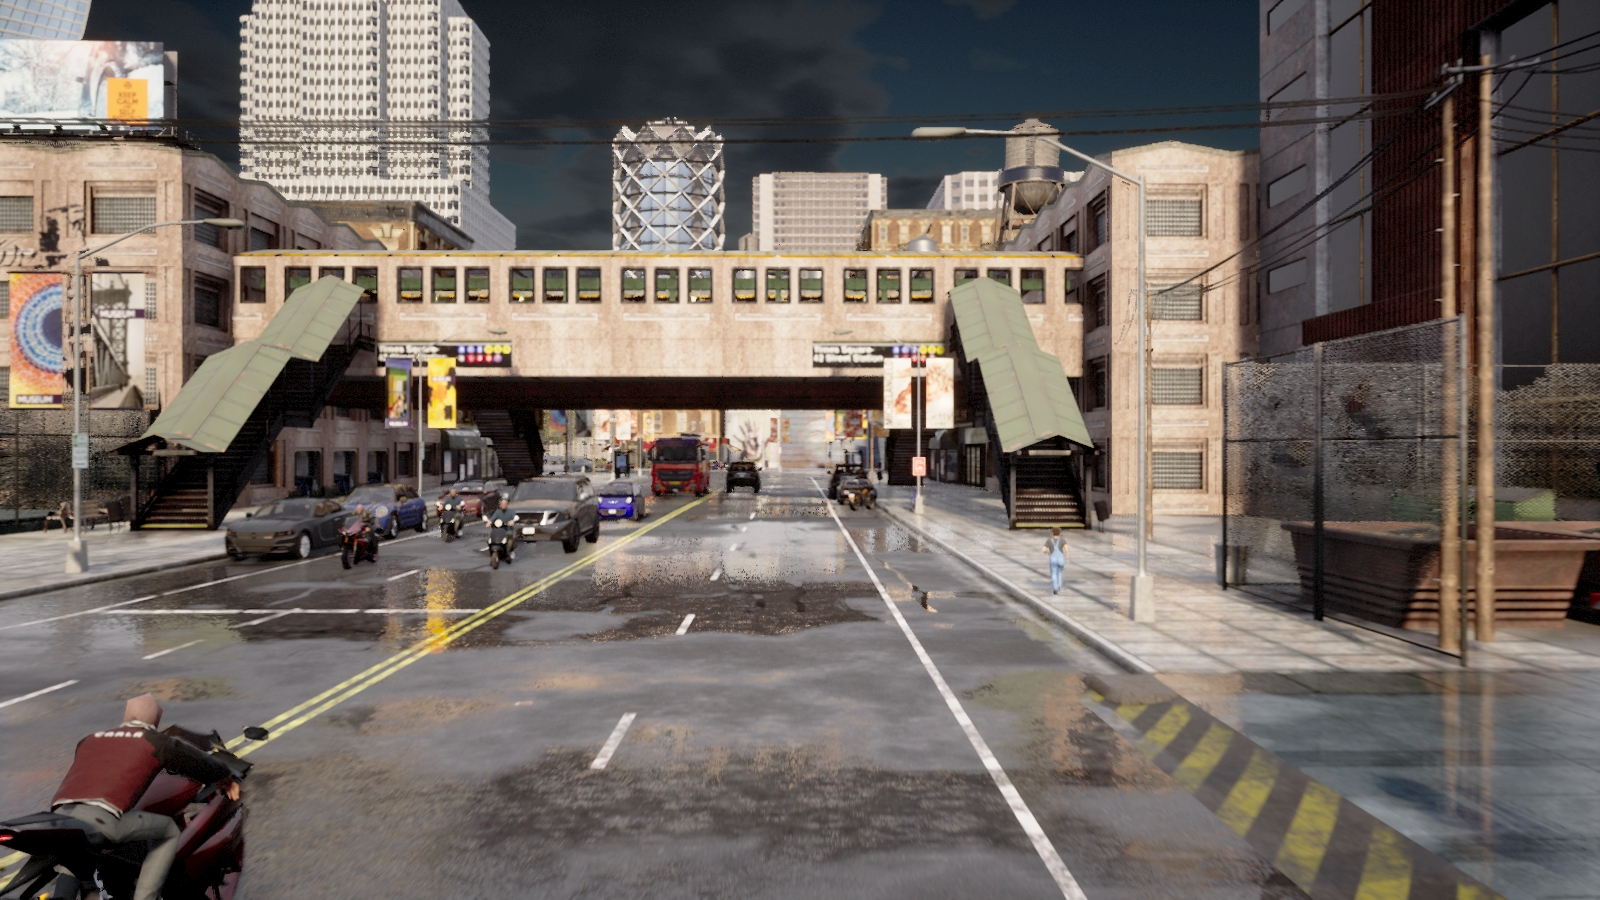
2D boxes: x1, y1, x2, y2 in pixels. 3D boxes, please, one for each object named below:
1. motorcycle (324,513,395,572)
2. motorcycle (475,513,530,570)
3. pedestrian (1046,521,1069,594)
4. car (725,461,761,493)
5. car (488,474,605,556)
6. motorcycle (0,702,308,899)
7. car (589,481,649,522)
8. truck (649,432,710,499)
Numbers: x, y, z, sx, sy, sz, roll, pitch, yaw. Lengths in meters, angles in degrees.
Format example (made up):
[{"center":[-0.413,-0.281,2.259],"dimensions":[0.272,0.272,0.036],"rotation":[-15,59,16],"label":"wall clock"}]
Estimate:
[{"center":[-10.643,2.207,27.696],"dimensions":[0.867,1.251,2.209],"rotation":[0,0,0],"label":"motorcycle"},{"center":[-7.141,2.184,27.514],"dimensions":[0.856,1.236,1.805],"rotation":[0,0,0],"label":"motorcycle"},{"center":[4.754,1.977,21.106],"dimensions":[0.375,1.300,0.375],"rotation":[0,0,4],"label":"pedestrian"},{"center":[-3.810,1.784,77.416],"dimensions":[2.150,2.045,5.566],"rotation":[0,0,0],"label":"car"},{"center":[-7.175,1.782,32.976],"dimensions":[2.150,2.045,5.566],"rotation":[0,0,0],"label":"car"},{"center":[-3.518,2.205,6.062],"dimensions":[0.867,1.251,2.209],"rotation":[0,0,0],"label":"motorcycle"},{"center":[-7.239,2.040,45.879],"dimensions":[1.845,1.501,3.633],"rotation":[0,0,0],"label":"car"},{"center":[-7.258,0.894,70.093],"dimensions":[2.891,3.827,8.468],"rotation":[0,0,0],"label":"truck"}]
